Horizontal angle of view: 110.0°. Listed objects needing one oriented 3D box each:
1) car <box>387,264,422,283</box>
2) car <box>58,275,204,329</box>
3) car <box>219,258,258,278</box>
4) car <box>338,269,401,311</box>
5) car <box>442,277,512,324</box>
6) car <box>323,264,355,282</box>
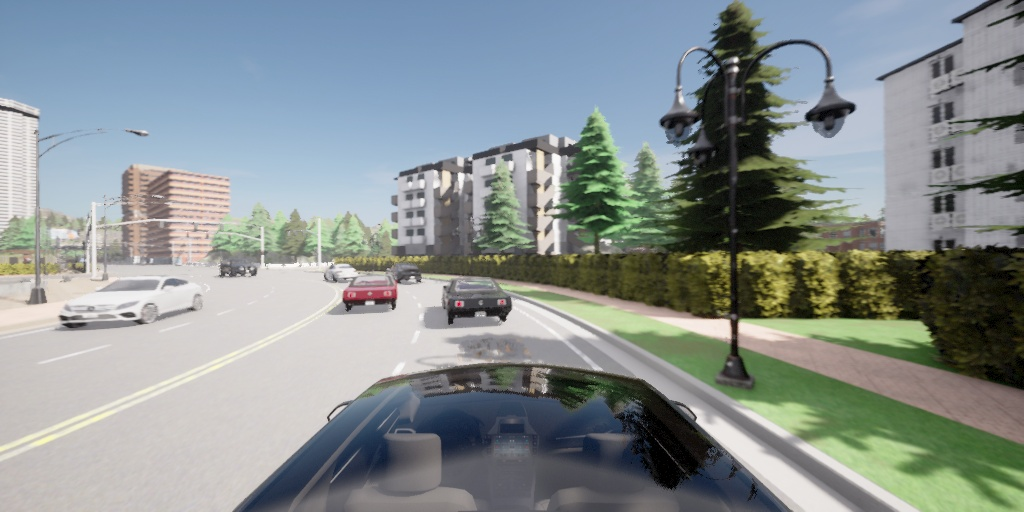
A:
[{"bbox_3d":[-8.715,1.353,28.590,1.837,1.490,4.892,0,0,-33],"label":"car"},{"bbox_3d":[-12.412,1.392,12.153,1.812,1.442,4.674,0,0,-18],"label":"car"},{"bbox_3d":[-29.695,1.262,38.862,5.566,2.045,2.150,-1,0,36],"label":"car"},{"bbox_3d":[-5.783,1.412,15.031,1.895,1.301,4.718,0,0,-18],"label":"car"},{"bbox_3d":[-1.402,1.372,12.306,1.895,1.301,4.718,0,0,-13],"label":"car"},{"bbox_3d":[-14.718,1.428,30.753,1.812,1.442,4.674,0,0,-40],"label":"car"}]
